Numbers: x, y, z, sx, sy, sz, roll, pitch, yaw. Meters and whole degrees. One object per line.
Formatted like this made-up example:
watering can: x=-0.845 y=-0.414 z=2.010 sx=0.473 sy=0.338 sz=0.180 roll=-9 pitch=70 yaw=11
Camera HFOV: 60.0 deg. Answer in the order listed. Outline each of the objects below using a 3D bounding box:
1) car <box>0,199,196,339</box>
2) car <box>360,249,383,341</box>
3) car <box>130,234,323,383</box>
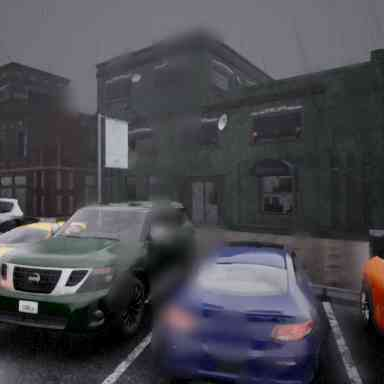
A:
car: x=-1.457 y=1.236 z=7.118 sx=2.435 sy=2.045 sz=5.566 roll=1 pitch=-1 yaw=15
car: x=3.439 y=1.360 z=3.694 sx=2.185 sy=1.767 sz=4.553 roll=1 pitch=-1 yaw=15
car: x=0.975 y=1.526 z=5.399 sx=2.002 sy=1.452 sz=4.674 roll=0 pitch=-1 yaw=15
